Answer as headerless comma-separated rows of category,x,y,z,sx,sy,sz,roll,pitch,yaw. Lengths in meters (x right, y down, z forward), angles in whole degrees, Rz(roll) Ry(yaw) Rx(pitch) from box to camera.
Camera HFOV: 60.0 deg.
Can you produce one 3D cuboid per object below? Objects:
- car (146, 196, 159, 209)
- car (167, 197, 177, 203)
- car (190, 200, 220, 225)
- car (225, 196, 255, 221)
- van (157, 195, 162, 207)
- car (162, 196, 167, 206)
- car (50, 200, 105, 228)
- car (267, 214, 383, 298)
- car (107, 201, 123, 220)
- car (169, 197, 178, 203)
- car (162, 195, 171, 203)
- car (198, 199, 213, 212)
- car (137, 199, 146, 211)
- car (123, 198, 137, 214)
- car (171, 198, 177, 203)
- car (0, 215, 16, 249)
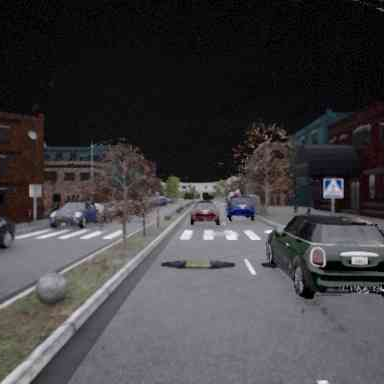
car,-6.877,1.777,50.641,2.231,1.521,4.892,0,-1,2
car,-5.411,2.230,89.137,2.231,1.521,4.892,0,-1,2
car,0.999,1.469,25.410,2.097,1.767,4.553,0,0,2
car,4.160,1.369,29.336,2.150,2.045,5.566,0,0,2
van,-6.671,1.603,56.037,1.878,1.987,4.442,0,-1,2
car,-6.456,1.929,61.672,2.002,1.452,4.674,0,-1,2
car,-7.929,1.442,22.956,2.185,1.767,4.553,0,0,2
car,3.354,1.350,8.654,2.097,1.767,4.553,1,1,2
car,-7.720,1.645,28.444,2.002,1.452,4.674,0,0,2
car,-5.196,2.298,94.780,2.231,1.521,4.892,0,-1,2
car,-6.247,1.702,67.159,2.435,2.045,5.566,0,-1,2
car,1.732,1.748,42.980,1.837,1.490,4.892,0,0,2
car,-7.294,1.558,39.634,2.185,1.767,4.553,0,0,2
car,-7.504,1.517,34.117,2.185,1.767,4.553,0,0,2
car,-5.622,2.190,83.583,2.163,1.488,4.792,0,-1,2
car,-8.345,1.499,12.022,2.231,1.521,4.892,0,0,2
